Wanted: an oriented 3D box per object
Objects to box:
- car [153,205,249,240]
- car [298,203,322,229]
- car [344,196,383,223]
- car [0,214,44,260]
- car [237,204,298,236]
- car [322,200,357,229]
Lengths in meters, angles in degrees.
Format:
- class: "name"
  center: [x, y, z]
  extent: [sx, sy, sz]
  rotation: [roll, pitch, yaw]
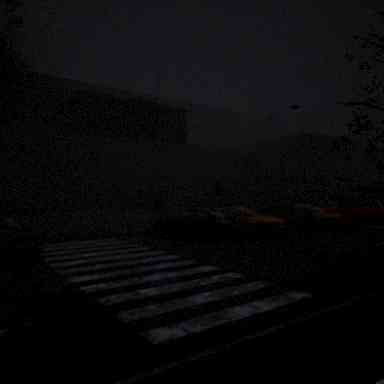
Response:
- class: "car"
  center: [0.149, 1.524, 16.745]
  extent: [4.674, 1.452, 2.002]
  rotation: [-1, -1, 34]
- class: "car"
  center: [4.975, 1.521, 20.230]
  extent: [4.792, 1.488, 2.163]
  rotation: [-1, -1, 34]
- class: "car"
  center: [12.307, 1.377, 25.402]
  extent: [4.553, 1.767, 2.185]
  rotation: [-1, -1, 34]
- class: "car"
  center: [-7.134, 1.493, 11.559]
  extent: [4.892, 1.521, 2.231]
  rotation: [-1, -1, 34]
- class: "car"
  center: [2.728, 1.481, 18.380]
  extent: [5.366, 1.575, 1.946]
  rotation: [-1, -1, 34]
- class: "car"
  center: [7.583, 1.492, 21.847]
  extent: [5.366, 1.575, 1.946]
  rotation: [-1, -1, 34]
